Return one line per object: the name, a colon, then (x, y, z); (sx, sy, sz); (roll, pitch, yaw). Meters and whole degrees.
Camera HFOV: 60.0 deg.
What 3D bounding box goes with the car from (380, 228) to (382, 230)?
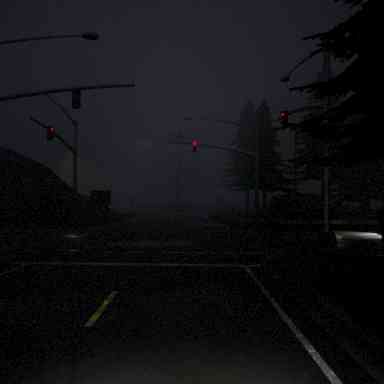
car: (14.418, 2.076, 21.284); (4.181, 1.385, 1.994); (0, -1, 0)
